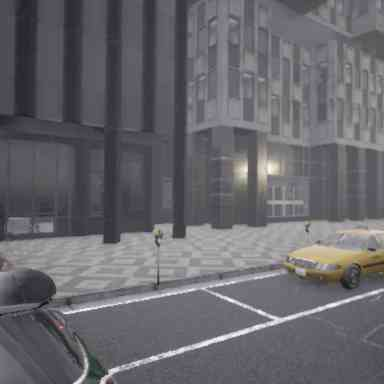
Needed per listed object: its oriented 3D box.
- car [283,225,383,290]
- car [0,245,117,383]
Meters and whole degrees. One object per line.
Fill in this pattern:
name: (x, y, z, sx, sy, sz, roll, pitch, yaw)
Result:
car: (4.707, 1.670, 9.523, 4.829, 1.417, 1.752, 0, 0, -33)
car: (-2.608, 1.357, 1.513, 4.553, 1.767, 2.097, 1, -1, -34)
